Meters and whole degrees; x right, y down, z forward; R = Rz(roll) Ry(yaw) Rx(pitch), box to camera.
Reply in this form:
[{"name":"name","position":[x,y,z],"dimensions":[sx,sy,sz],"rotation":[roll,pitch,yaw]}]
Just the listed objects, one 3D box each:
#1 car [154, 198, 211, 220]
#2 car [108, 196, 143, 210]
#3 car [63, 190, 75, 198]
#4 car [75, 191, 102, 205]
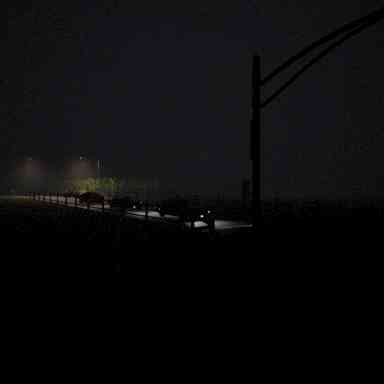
[{"name":"car","position":[-0.847,1.180,24.367],"dimensions":[2.033,1.411,5.357],"rotation":[0,1,-35]},{"name":"car","position":[-6.583,1.051,32.620],"dimensions":[1.895,1.301,4.718],"rotation":[0,1,-35]},{"name":"car","position":[-22.517,0.355,62.022],"dimensions":[1.882,1.535,5.008],"rotation":[0,1,-35]},{"name":"car","position":[-12.445,0.744,41.074],"dimensions":[1.882,1.535,5.008],"rotation":[0,1,-35]}]
